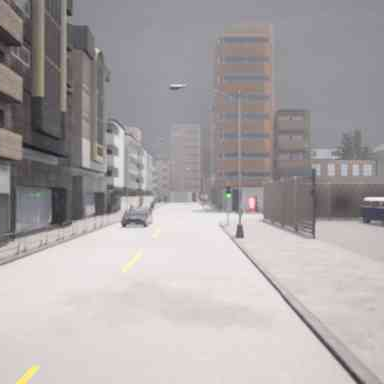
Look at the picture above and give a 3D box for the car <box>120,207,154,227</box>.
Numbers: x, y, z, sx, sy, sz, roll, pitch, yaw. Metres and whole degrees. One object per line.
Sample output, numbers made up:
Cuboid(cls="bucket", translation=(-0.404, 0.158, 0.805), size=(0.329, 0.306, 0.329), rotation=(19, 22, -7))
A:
Cuboid(cls="car", translation=(-4.003, 1.818, 25.236), size=(2.033, 1.411, 5.357), rotation=(0, -1, 0))
